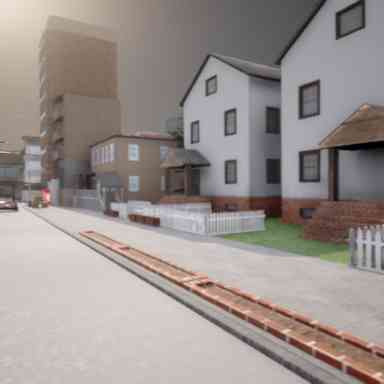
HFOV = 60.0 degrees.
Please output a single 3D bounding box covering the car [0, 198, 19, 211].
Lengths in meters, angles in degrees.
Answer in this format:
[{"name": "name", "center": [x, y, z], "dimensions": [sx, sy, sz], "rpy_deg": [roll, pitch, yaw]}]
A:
[{"name": "car", "center": [-19.082, 1.276, 34.307], "dimensions": [1.994, 1.385, 4.181], "rpy_deg": [-1, 1, -31]}]
